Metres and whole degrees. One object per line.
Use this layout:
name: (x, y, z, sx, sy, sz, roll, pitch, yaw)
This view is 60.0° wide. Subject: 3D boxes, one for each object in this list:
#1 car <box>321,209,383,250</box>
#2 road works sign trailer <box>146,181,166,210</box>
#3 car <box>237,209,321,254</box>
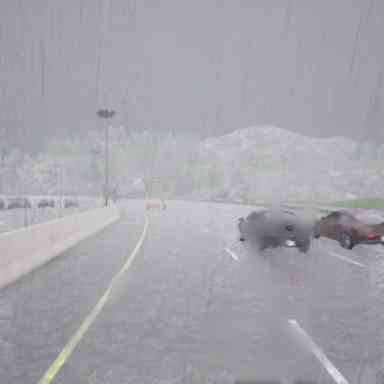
car: (6.531, 1.430, 13.787, 1.812, 1.442, 4.674, 0, 0, -4)
road works sign trailer: (-4.552, 0.393, 41.429, 2.380, 3.560, 2.880, -1, 0, -14)
car: (3.076, 1.441, 13.338, 1.837, 1.490, 4.892, 0, 0, -4)
